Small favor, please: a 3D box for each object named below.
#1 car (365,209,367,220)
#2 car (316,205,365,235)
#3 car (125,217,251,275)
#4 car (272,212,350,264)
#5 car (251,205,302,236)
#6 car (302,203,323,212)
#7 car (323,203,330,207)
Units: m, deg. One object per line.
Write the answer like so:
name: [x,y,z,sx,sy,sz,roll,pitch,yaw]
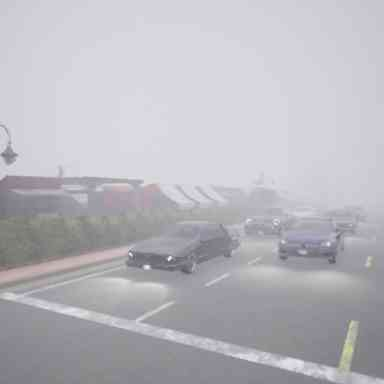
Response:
car: [14.676,1.874,29.954,2.033,1.411,5.357,-1,-1,30]
car: [9.499,1.791,21.037,2.033,1.411,5.357,-1,-1,29]
car: [0.054,1.760,11.701,2.033,1.411,5.357,-1,-1,30]
car: [4.726,1.691,12.747,1.812,1.442,4.674,-1,-1,30]
car: [4.823,1.642,19.949,2.097,1.767,4.553,-1,-1,30]
car: [9.274,1.887,27.604,1.812,1.442,4.674,-1,-1,30]
car: [14.421,1.970,36.450,1.812,1.442,4.674,-1,-1,30]
